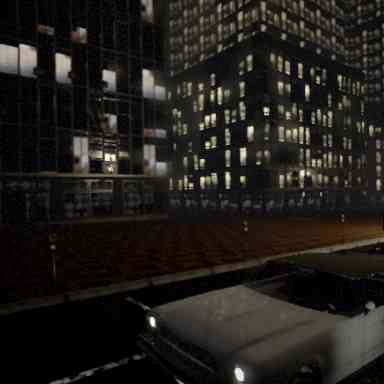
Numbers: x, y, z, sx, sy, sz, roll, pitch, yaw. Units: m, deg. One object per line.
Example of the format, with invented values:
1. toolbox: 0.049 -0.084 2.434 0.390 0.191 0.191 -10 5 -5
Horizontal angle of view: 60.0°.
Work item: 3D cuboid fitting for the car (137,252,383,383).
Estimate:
1. car: 1.677 1.629 4.661 4.718 1.301 1.895 0 0 -37
